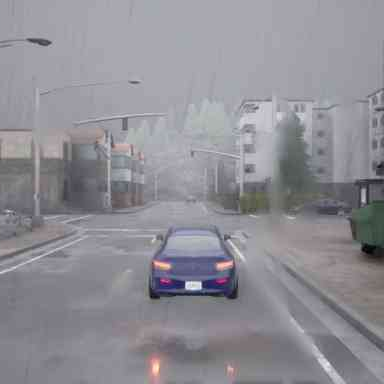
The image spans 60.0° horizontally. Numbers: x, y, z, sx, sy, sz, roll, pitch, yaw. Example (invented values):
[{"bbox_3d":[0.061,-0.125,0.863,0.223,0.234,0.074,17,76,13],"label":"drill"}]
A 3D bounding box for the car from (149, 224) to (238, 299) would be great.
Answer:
[{"bbox_3d":[0.039,1.526,8.314,1.812,1.442,4.674,0,0,0],"label":"car"}]

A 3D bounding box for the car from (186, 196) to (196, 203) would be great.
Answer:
[{"bbox_3d":[-0.152,1.525,66.956,1.812,1.442,4.674,0,0,0],"label":"car"}]

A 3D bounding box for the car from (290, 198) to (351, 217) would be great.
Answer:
[{"bbox_3d":[10.798,1.328,28.071,4.892,1.490,1.837,0,0,-1],"label":"car"}]
